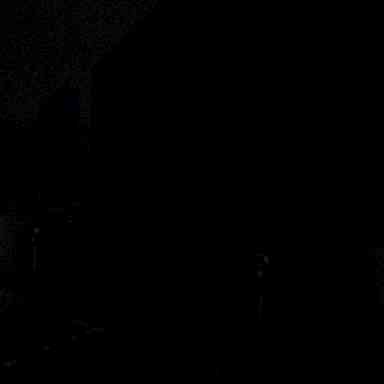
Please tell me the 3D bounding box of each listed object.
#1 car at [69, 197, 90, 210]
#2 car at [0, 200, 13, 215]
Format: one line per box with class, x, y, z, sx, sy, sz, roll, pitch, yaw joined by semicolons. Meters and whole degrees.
car;-12.416;1.354;39.937;1.812;1.442;4.674;1;1;36
car;-19.068;1.393;30.686;1.812;1.442;4.674;1;1;34
